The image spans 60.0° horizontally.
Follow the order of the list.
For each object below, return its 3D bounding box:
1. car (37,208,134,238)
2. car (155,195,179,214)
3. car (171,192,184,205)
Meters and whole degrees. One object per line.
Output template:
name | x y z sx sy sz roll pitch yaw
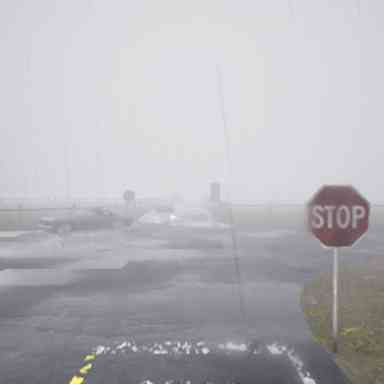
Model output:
car | -5.551 1.561 17.707 4.718 1.301 1.895 0 0 -42
car | -2.689 1.430 34.239 1.882 1.535 5.008 0 0 0
car | -2.649 1.032 56.869 2.150 2.045 5.566 0 0 0
